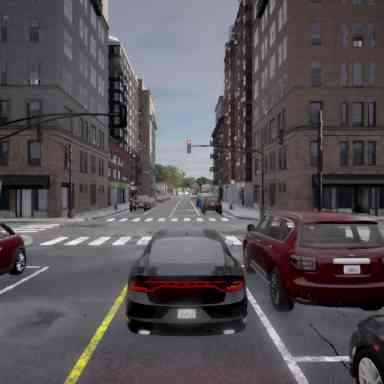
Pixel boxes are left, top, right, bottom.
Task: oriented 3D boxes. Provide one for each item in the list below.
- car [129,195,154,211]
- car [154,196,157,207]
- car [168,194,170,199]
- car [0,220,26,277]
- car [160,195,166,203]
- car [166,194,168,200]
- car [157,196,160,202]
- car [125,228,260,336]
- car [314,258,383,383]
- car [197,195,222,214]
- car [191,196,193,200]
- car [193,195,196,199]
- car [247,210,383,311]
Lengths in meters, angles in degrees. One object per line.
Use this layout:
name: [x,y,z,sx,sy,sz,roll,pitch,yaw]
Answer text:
car: [-6.240,1.313,40.063,2.192,1.841,5.009,0,0,-1]
car: [-6.353,1.564,45.565,1.947,1.339,4.313,0,0,-1]
car: [-7.031,1.545,78.580,2.008,1.369,4.403,0,0,-1]
car: [-5.527,1.440,7.511,1.967,1.590,4.097,0,0,-1]
car: [-6.805,1.540,67.576,1.887,1.381,4.507,0,0,-1]
car: [-6.918,1.540,73.078,1.887,1.381,4.507,0,0,-1]
car: [-6.466,1.548,51.068,2.008,1.369,4.403,0,0,-1]
car: [-0.104,1.478,6.928,1.882,1.535,5.008,0,0,-1]
car: [2.615,1.551,1.999,2.008,1.369,4.403,0,0,-1]
car: [1.993,1.314,34.731,2.192,1.841,5.009,0,0,-1]
car: [0.672,1.519,95.429,1.752,1.417,4.829,0,0,-1]
car: [1.634,1.312,51.239,2.192,1.841,5.009,0,0,-1]
car: [2.496,1.315,7.680,2.192,1.841,5.009,0,0,-1]
